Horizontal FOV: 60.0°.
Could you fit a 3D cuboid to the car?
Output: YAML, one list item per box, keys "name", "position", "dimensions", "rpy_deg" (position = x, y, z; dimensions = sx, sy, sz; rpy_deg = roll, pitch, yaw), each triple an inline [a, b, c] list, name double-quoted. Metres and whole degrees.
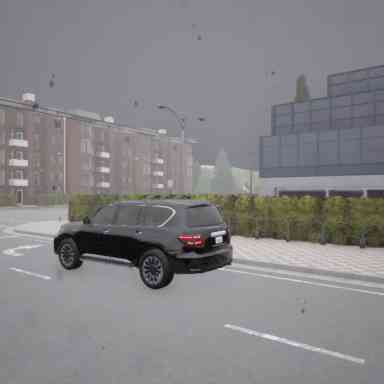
- name: "car"
  position: [-1.552, 1.221, 9.387]
  dimensions: [5.566, 2.045, 2.150]
  rpy_deg: [0, 0, 35]
